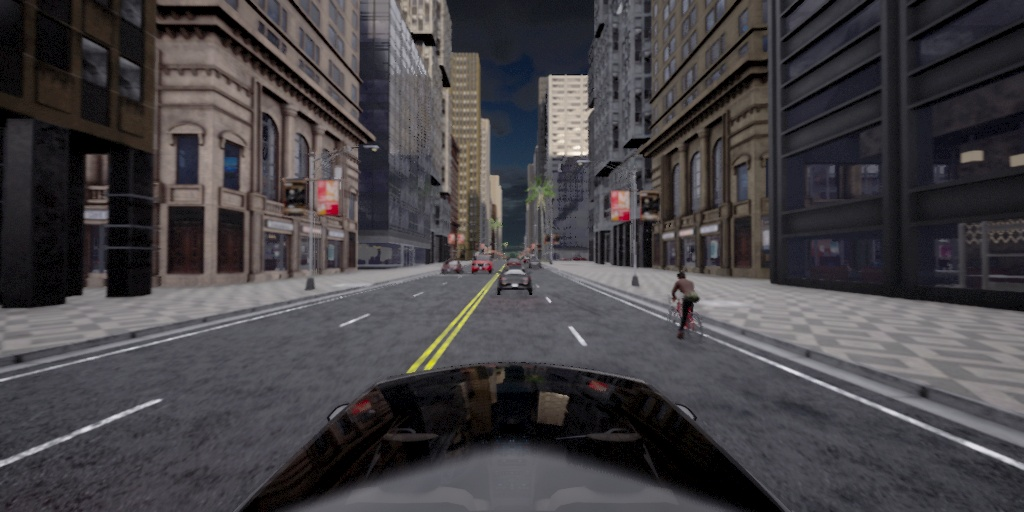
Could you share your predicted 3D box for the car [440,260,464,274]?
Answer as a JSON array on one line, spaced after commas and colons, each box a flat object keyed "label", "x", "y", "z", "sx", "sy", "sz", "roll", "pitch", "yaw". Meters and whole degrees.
[{"label": "car", "x": -6.476, "y": 1.189, "z": 39.136, "sx": 1.812, "sy": 1.442, "sz": 4.674, "roll": 0, "pitch": 0, "yaw": 0}]

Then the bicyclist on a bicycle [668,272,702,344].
[{"label": "bicyclist on a bicycle", "x": 4.160, "y": 1.211, "z": 8.665, "sx": 0.582, "sy": 1.620, "sz": 1.656, "roll": 0, "pitch": 0, "yaw": 0}]

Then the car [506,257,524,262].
[{"label": "car", "x": 0.247, "y": 0.984, "z": 51.273, "sx": 2.097, "sy": 1.767, "sz": 4.553, "roll": 0, "pitch": 0, "yaw": 0}]

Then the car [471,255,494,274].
[{"label": "car", "x": -3.229, "y": 0.889, "z": 39.939, "sx": 2.150, "sy": 2.045, "sz": 5.566, "roll": 0, "pitch": 0, "yaw": 0}]

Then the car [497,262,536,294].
[{"label": "car", "x": 0.150, "y": 1.261, "z": 19.958, "sx": 1.812, "sy": 1.442, "sz": 4.674, "roll": 0, "pitch": 0, "yaw": 0}]

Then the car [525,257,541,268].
[{"label": "car", "x": 3.509, "y": 1.115, "z": 56.098, "sx": 2.128, "sy": 1.511, "sz": 4.902, "roll": 0, "pitch": 0, "yaw": 0}]
